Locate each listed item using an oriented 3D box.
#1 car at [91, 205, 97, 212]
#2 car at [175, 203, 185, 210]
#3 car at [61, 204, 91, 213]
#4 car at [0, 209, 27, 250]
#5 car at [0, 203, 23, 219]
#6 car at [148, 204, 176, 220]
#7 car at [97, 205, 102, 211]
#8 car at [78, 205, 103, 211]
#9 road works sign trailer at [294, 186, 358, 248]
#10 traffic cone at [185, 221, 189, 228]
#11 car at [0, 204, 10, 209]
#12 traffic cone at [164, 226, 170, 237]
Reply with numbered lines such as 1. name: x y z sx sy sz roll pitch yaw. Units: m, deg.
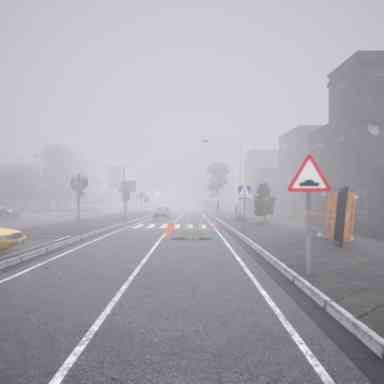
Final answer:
1. car: -21.799 3.173 65.082 4.892 1.521 2.231 0 -2 0
2. car: -3.010 4.078 91.199 2.128 1.511 4.902 0 -2 0
3. car: -21.815 3.103 61.806 4.674 1.452 2.002 0 -2 0
4. car: -9.369 1.587 12.939 5.366 1.575 1.946 0 -1 0
5. car: -21.950 2.128 37.489 4.553 1.767 2.185 0 -2 0
6. car: -3.294 2.349 37.229 2.033 1.411 5.357 0 -2 0
7. car: -21.797 3.281 68.353 5.008 1.535 2.097 0 -2 0
8. car: -21.776 3.426 71.499 4.674 1.452 2.002 0 -2 0
9. road works sign trailer: 6.013 1.013 14.499 2.880 2.380 3.560 6 -1 13
10. traffic cone: -0.365 2.328 24.193 0.340 0.580 0.340 0 -2 0
11. car: -21.890 2.190 34.315 4.674 1.452 2.002 0 -2 0
12. traffic cone: -1.371 2.171 18.194 0.340 0.580 0.340 0 -1 0
